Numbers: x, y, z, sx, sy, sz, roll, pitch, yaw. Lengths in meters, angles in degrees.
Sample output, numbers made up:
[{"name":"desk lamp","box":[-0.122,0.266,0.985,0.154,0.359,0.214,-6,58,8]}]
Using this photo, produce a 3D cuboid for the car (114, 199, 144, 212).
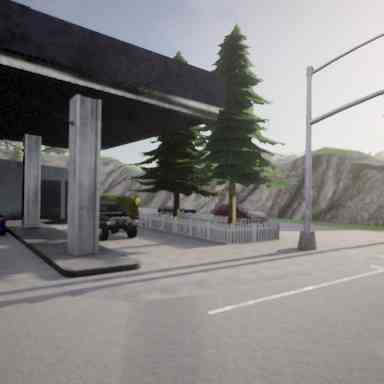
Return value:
[{"name":"car","box":[-8.191,1.689,42.606,1.882,1.535,5.008,1,0,-35]}]

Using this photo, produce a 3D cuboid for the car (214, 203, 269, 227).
[{"name":"car","box":[3.737,1.703,25.406,2.097,1.767,4.553,1,0,-35]}]

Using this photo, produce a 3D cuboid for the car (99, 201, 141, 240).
[{"name":"car","box":[-4.559,1.483,18.198,1.905,1.878,3.866,1,0,-36]}]

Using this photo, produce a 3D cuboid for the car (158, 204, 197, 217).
[{"name":"car","box":[-1.456,1.891,32.879,1.895,1.301,4.718,1,0,-35]}]

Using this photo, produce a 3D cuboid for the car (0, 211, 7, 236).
[{"name":"car","box":[-11.689,1.523,18.455,2.242,1.667,4.611,1,0,-36]}]
